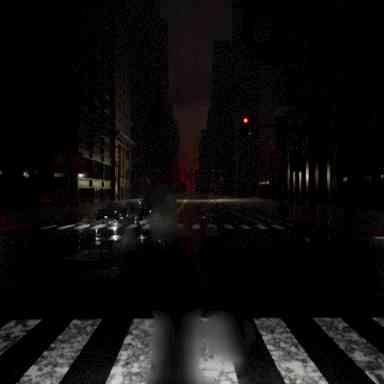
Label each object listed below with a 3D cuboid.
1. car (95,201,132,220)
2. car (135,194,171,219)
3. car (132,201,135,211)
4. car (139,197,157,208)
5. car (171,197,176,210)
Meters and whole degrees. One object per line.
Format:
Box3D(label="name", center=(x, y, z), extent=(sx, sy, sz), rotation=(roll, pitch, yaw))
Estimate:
Box3D(label="car", center=(-6.635, 1.621, 27.937), extent=(1.895, 1.301, 4.718), rotation=(0, 0, 1))
Box3D(label="car", center=(-3.368, 1.243, 29.985), extent=(2.150, 2.045, 5.566), rotation=(0, 0, 0))
Box3D(label="car", center=(-6.622, 1.625, 37.053), extent=(1.895, 1.301, 4.718), rotation=(0, 0, 0))
Box3D(label="car", center=(-6.620, 1.516, 50.329), extent=(2.128, 1.511, 4.902), rotation=(0, 0, 0))
Box3D(label="car", center=(-3.371, 1.517, 40.115), extent=(2.128, 1.511, 4.902), rotation=(0, 0, 0))
